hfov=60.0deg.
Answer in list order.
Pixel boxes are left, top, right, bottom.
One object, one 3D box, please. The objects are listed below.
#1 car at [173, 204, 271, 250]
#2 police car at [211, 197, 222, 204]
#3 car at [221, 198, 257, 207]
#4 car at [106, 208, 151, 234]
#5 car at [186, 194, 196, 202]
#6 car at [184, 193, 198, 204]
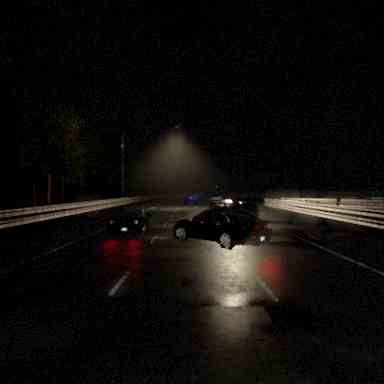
[{"bbox_3d":[1.114,1.490,14.439,1.837,1.490,4.892,0,0,-39],"label":"car"},{"bbox_3d":[3.390,1.446,33.561,2.038,1.542,4.974,0,0,0],"label":"police car"},{"bbox_3d":[3.427,1.401,22.560,2.033,1.649,4.856,0,0,0],"label":"car"},{"bbox_3d":[-3.465,1.577,19.138,1.895,1.301,4.718,0,0,0],"label":"car"},{"bbox_3d":[-0.244,1.264,74.557,2.097,1.767,4.553,0,0,0],"label":"car"},{"bbox_3d":[-0.161,1.126,56.570,2.150,2.045,5.566,0,0,0],"label":"car"}]
